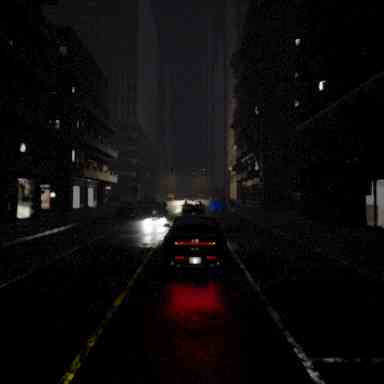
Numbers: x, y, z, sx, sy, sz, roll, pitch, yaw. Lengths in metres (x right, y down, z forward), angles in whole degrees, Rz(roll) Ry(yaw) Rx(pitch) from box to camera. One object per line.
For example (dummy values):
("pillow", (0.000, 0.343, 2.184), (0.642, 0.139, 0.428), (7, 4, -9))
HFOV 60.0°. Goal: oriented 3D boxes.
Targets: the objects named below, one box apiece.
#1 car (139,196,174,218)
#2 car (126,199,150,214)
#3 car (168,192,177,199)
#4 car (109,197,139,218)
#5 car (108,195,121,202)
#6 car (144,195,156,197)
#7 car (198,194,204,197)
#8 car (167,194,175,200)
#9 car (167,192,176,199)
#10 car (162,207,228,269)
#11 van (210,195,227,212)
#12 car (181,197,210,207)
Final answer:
("car", (-3.098, 1.413, 29.846), (2.128, 1.511, 4.902), (0, 0, 0))
("car", (-5.645, 1.490, 35.109), (1.802, 1.307, 4.206), (1, 0, 0))
("car", (-5.673, 1.061, 95.405), (2.192, 1.841, 5.009), (1, 0, 0))
("car", (-5.644, 1.473, 29.568), (2.008, 1.369, 4.403), (1, 0, 0))
("car", (-16.493, 1.316, 68.835), (4.097, 1.590, 1.967), (0, -1, 0))
("car", (-5.645, 1.459, 40.648), (1.947, 1.339, 4.313), (1, 0, 0))
("car", (2.701, 1.328, 95.468), (1.802, 1.307, 4.206), (1, 0, 0))
("car", (-5.679, 1.343, 89.831), (1.802, 1.307, 4.206), (1, 0, 0))
("car", (-5.676, 1.216, 84.255), (1.967, 1.590, 4.097), (1, 0, 0))
("car", (0.089, 1.478, 10.994), (1.837, 1.490, 4.892), (0, 1, 0))
("van", (2.707, 1.248, 35.161), (1.690, 1.788, 3.998), (1, 0, 0))
("car", (0.092, 1.418, 27.674), (2.128, 1.511, 4.902), (0, 0, 0))
